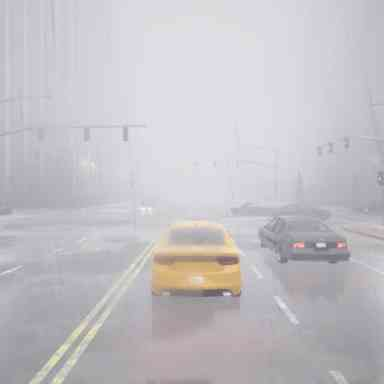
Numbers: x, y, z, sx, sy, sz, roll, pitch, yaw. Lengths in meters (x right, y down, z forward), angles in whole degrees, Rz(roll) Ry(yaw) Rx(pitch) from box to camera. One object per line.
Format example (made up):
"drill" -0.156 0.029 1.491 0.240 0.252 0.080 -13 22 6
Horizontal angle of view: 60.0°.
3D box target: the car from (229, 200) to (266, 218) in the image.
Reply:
"car" 5.716 1.601 29.677 4.718 1.301 1.895 0 0 1

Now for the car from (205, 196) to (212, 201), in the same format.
"car" 4.187 1.595 84.910 1.895 1.301 4.718 0 0 0

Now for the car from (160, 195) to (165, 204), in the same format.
"car" -6.572 1.477 61.248 1.882 1.535 5.008 0 0 1

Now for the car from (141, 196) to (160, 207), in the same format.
"car" -6.671 1.491 51.771 2.128 1.511 4.902 0 0 1

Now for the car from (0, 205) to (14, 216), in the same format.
"car" -18.623 1.564 30.247 4.181 1.385 1.994 0 0 -1

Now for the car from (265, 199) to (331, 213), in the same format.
"car" 8.501 1.525 26.124 4.674 1.442 1.812 0 0 1

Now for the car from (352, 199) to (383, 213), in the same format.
"car" 20.211 1.505 36.615 4.892 1.490 1.837 0 0 1

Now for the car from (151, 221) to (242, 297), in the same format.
"car" 0.121 1.478 8.636 1.882 1.535 5.008 0 0 1

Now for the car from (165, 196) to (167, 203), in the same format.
"car" -6.422 1.500 71.517 1.837 1.490 4.892 0 0 0

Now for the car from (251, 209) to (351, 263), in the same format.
"car" 3.667 1.547 11.876 2.033 1.411 5.357 0 0 1

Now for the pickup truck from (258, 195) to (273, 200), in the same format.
"pickup truck" 17.241 1.059 76.577 2.390 2.098 6.274 0 0 31
